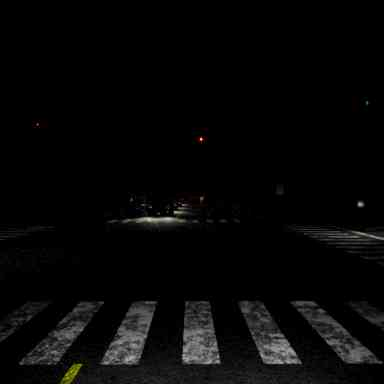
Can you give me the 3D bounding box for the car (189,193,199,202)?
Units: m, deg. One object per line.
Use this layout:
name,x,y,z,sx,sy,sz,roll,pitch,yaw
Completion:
car,0.501,1.187,73.739,2.097,1.767,4.553,0,0,0

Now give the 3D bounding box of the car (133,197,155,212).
car,-5.596,1.443,39.079,1.967,1.590,4.097,0,0,0

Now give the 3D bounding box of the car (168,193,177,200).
car,-5.246,1.307,90.093,2.192,1.841,5.009,0,0,0

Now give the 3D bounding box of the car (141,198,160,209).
car,-5.557,1.569,44.747,1.947,1.339,4.313,0,0,0

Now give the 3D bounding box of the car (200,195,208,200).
car,3.280,1.558,90.047,1.947,1.339,4.313,0,0,0

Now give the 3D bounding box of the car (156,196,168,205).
car,-5.441,1.528,61.582,1.752,1.417,4.829,0,0,0

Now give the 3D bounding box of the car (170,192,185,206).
car,-2.741,1.225,52.172,2.150,2.045,5.566,0,0,1

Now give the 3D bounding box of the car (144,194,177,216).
car,-2.925,1.354,32.108,2.097,1.767,4.553,0,0,2

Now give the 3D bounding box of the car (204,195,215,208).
car,2.969,1.443,44.693,1.967,1.590,4.097,0,0,0

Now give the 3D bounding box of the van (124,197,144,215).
van,-5.635,1.343,33.411,1.690,1.788,3.998,0,0,0

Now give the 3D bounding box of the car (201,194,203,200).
car,3.087,1.527,61.870,1.752,1.417,4.829,0,0,0

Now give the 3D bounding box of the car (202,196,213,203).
car,3.124,1.552,67.370,2.008,1.369,4.403,0,0,0

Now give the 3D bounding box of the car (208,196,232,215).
car,2.891,1.442,33.355,1.967,1.590,4.097,0,0,0

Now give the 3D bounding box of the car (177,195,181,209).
car,-2.815,1.481,42.045,1.882,1.535,5.008,0,0,1

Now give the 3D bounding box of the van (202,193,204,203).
van,3.046,1.344,56.031,1.690,1.788,3.998,0,0,0

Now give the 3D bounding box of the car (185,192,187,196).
car,-2.629,1.354,62.398,2.097,1.767,4.553,0,0,1

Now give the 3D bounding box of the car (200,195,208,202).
car,2.890,1.454,79.541,1.801,1.575,5.366,0,0,0

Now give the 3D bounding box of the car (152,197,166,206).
car,-5.479,1.569,56.084,1.947,1.339,4.313,0,0,0

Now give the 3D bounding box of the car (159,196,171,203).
car,-5.401,1.567,67.420,1.947,1.339,4.313,0,0,0

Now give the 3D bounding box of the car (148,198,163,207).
car,-5.518,1.585,50.416,1.802,1.307,4.206,0,0,0

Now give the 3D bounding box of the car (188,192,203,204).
car,0.430,1.223,63.379,2.150,2.045,5.566,0,0,0
